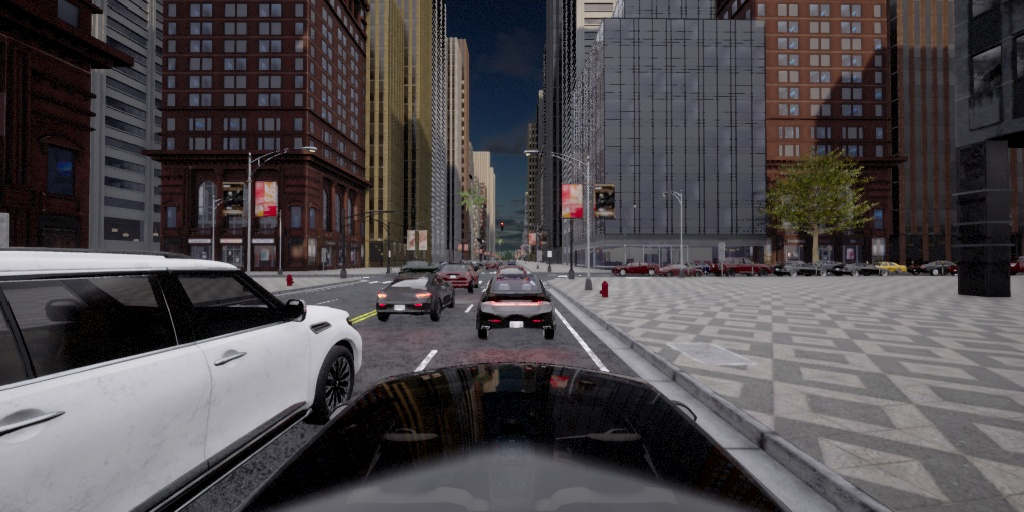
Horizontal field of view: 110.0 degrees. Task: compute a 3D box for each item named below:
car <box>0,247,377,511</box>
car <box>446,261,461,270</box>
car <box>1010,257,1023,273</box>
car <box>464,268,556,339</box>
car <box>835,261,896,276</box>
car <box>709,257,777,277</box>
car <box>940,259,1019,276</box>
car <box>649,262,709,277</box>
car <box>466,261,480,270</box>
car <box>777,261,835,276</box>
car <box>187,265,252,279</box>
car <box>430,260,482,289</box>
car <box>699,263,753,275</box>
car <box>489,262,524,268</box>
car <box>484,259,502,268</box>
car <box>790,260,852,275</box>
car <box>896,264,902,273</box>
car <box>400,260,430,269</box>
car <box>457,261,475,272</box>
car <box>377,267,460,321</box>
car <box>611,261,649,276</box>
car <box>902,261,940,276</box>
[{"bbox_3d":[-3.155,0.972,2.597,2.150,2.045,5.566,0,0,0],"label":"car"},{"bbox_3d":[-9.873,1.558,60.833,1.812,1.442,4.674,0,0,0],"label":"car"},{"bbox_3d":[49.119,0.973,33.486,5.009,1.841,2.192,0,0,-1],"label":"car"},{"bbox_3d":[0.093,1.249,10.066,2.128,1.511,4.902,0,0,0],"label":"car"},{"bbox_3d":[32.205,1.260,33.210,4.313,1.339,1.948,0,0,-1],"label":"car"},{"bbox_3d":[20.930,1.041,33.027,5.009,1.841,2.192,0,0,-1],"label":"car"},{"bbox_3d":[43.480,1.214,33.395,4.507,1.381,1.888,0,0,-1],"label":"car"},{"bbox_3d":[15.292,1.328,32.935,4.207,1.307,1.802,0,0,-1],"label":"car"},{"bbox_3d":[-6.623,1.561,61.287,1.812,1.442,4.674,0,0,0],"label":"car"},{"bbox_3d":[26.568,1.276,33.118,4.313,1.339,1.948,0,0,-1],"label":"car"},{"bbox_3d":[-28.418,1.554,34.931,4.718,1.301,1.895,0,-1,0],"label":"car"},{"bbox_3d":[-3.164,1.142,21.356,2.097,1.767,4.553,0,0,0],"label":"car"},{"bbox_3d":[23.155,1.389,38.835,4.718,1.301,1.895,0,-1,-1],"label":"car"},{"bbox_3d":[-0.014,1.260,19.567,1.882,1.535,5.008,0,0,0],"label":"car"},{"bbox_3d":[-3.216,1.389,61.643,2.097,1.767,4.553,0,0,0],"label":"car"},{"bbox_3d":[33.566,1.251,38.998,4.902,1.511,2.128,0,-1,-1],"label":"car"},{"bbox_3d":[43.178,1.296,41.915,4.829,1.417,1.751,0,0,-1],"label":"car"},{"bbox_3d":[-9.316,1.223,37.248,4.553,1.767,2.097,0,-1,-27],"label":"car"},{"bbox_3d":[-6.636,1.463,52.188,2.128,1.511,4.902,0,0,0],"label":"car"},{"bbox_3d":[-3.158,1.288,12.376,1.812,1.442,4.674,0,0,0],"label":"car"},{"bbox_3d":[13.238,1.299,38.687,5.008,1.535,1.882,0,-1,-2],"label":"car"},{"bbox_3d":[42.828,1.206,36.010,4.892,1.490,1.837,0,-1,-1],"label":"car"}]
